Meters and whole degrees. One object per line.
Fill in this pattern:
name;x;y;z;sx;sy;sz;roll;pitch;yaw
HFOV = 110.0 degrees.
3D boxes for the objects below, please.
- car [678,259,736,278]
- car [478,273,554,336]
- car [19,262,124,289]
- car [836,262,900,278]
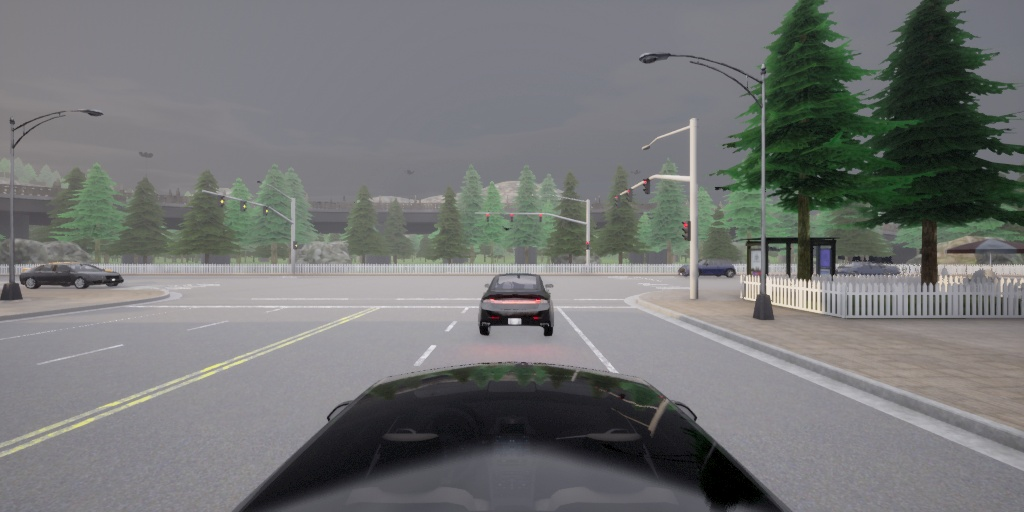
car;17.515;1.046;32.388;4.553;1.767;2.097;0;0;0
car;0.181;1.242;10.394;2.128;1.511;4.902;0;0;3
car;-26.753;1.199;21.863;4.892;1.490;1.837;0;0;0
car;31.338;1.241;32.195;5.357;1.411;2.033;0;0;2
